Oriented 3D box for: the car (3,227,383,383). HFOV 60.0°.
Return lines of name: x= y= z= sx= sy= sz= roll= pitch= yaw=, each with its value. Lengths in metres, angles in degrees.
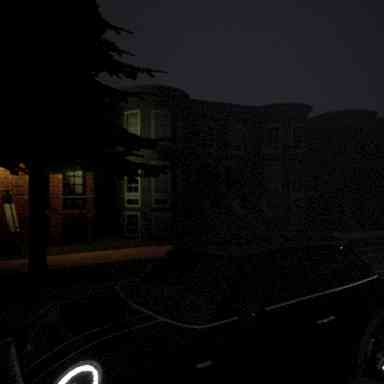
car: x=0.362 y=1.347 z=3.901 sx=4.553 sy=1.767 sz=2.097 roll=0 pitch=0 yaw=-32
